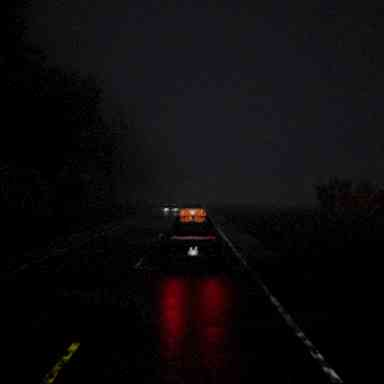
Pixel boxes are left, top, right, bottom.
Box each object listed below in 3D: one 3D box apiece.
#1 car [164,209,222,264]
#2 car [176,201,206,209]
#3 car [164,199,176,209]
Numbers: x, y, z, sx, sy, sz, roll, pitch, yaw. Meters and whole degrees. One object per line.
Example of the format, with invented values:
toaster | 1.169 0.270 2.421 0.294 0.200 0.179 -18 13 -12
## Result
car | 0.052 1.609 12.277 2.128 1.511 4.902 0 0 1
car | 0.056 1.606 27.190 2.097 1.767 4.553 0 -1 1
car | -3.537 2.023 56.662 1.837 1.490 4.892 0 0 0
